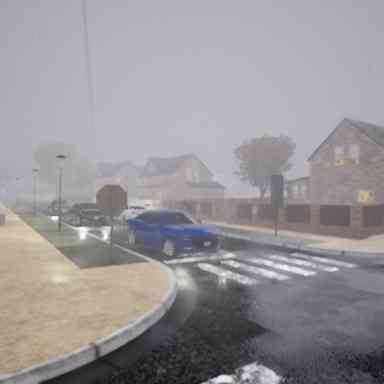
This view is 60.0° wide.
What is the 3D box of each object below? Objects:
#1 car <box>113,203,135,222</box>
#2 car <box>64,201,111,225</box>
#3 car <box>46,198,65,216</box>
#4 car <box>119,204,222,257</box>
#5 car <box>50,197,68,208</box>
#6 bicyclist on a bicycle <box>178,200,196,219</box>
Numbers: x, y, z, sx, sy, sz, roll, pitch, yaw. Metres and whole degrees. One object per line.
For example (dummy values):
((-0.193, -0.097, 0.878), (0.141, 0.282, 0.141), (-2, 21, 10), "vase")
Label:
((-4.530, 1.560, 24.420), (1.812, 1.442, 4.674), (1, -1, -31), "car")
((-7.451, 1.484, 23.620), (1.837, 1.490, 4.892), (1, -1, -31), "car")
((-13.009, 1.521, 32.785), (1.812, 1.442, 4.674), (1, -1, -31), "car")
((-0.877, 1.434, 12.967), (1.882, 1.535, 5.008), (1, -1, -34), "car")
((-20.113, 1.593, 50.130), (1.812, 1.442, 4.674), (1, -1, -31), "car")
((-0.441, 1.388, 23.369), (1.656, 1.620, 0.582), (1, -1, -31), "bicyclist on a bicycle")
